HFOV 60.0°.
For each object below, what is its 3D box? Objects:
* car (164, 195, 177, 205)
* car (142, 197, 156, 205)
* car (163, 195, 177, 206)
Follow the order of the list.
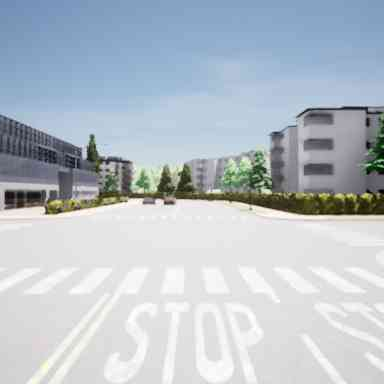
[{"bbox_3d":[-3.930,1.410,61.948,2.097,1.767,4.553,0,0,-1],"label":"car"},{"bbox_3d":[-7.408,1.616,57.524,1.994,1.385,4.181,0,0,0],"label":"car"},{"bbox_3d":[-3.896,1.652,57.099,1.895,1.301,4.718,0,0,0],"label":"car"}]
